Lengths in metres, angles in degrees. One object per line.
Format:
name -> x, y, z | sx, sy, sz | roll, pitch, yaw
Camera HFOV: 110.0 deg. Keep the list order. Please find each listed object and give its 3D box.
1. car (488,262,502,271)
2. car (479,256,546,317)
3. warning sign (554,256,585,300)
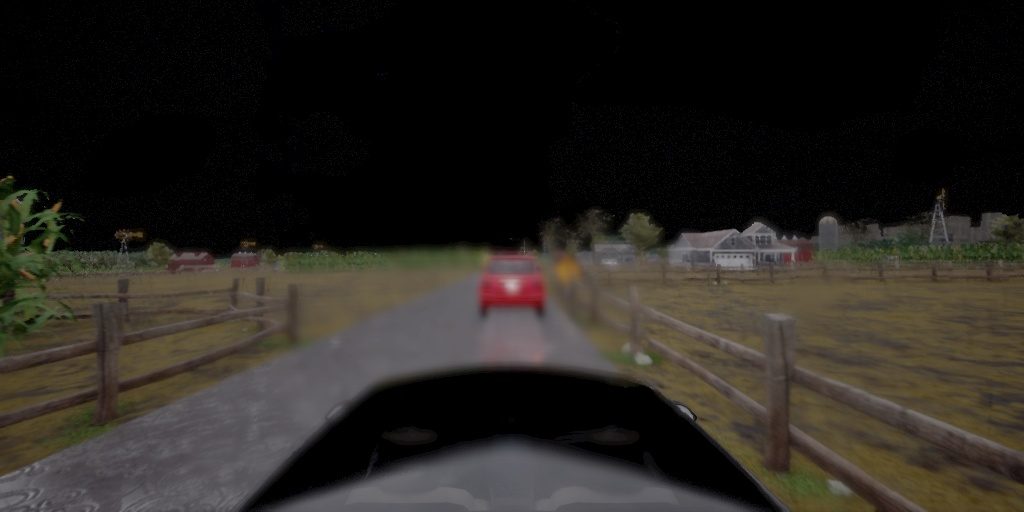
car -> -2.805, 1.754, 59.830 | 2.128, 1.511, 4.902 | 0, -1, 0
car -> 0.032, 1.024, 13.466 | 2.150, 2.045, 5.566 | 0, 0, 0
warning sign -> 2.450, 0.928, 15.581 | 1.300, 1.860, 1.060 | 0, 0, 0
